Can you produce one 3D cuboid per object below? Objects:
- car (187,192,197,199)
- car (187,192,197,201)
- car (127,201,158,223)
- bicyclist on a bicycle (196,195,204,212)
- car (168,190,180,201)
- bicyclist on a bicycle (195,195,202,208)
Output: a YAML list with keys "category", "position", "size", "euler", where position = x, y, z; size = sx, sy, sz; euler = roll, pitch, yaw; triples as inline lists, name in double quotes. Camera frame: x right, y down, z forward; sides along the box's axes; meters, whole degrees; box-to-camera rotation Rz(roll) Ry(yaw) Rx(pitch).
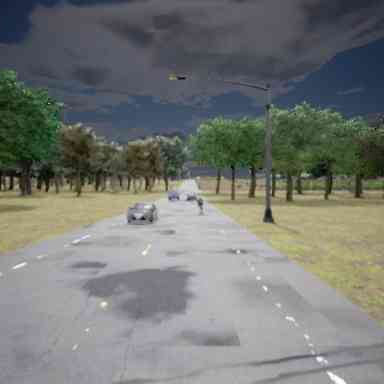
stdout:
- category: "car"
  position: [-0.054, 0.754, 76.810]
  size: [2.128, 1.511, 4.902]
  euler: [0, 1, 0]
- category: "car"
  position: [-0.012, 1.019, 64.722]
  size: [1.812, 1.442, 4.674]
  euler: [0, 1, 0]
- category: "car"
  position: [-3.615, 1.450, 24.896]
  size: [2.128, 1.511, 4.902]
  euler: [0, 0, 0]
- category: "bicyclist on a bicycle"
  position: [0.938, 1.377, 34.333]
  size: [0.582, 1.620, 1.656]
  euler: [0, 0, 0]
- category: "car"
  position: [-3.555, 0.689, 66.096]
  size: [2.150, 2.045, 5.566]
  euler: [0, 1, 0]
- category: "bicyclist on a bicycle"
  position: [0.913, 1.273, 45.352]
  size: [0.866, 1.612, 1.509]
  euler: [0, 1, 0]
